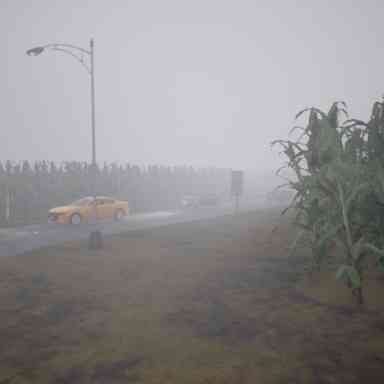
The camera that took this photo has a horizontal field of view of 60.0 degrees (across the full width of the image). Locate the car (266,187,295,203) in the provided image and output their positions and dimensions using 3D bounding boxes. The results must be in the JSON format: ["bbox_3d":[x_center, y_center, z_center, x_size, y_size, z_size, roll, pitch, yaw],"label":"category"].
[{"bbox_3d":[9.823,0.320,36.541,2.128,1.511,4.902,1,2,36],"label":"car"}]

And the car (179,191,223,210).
[{"bbox_3d":[0.835,0.681,29.147,2.128,1.511,4.902,0,2,36],"label":"car"}]

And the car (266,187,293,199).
[{"bbox_3d":[11.577,0.095,43.659,1.812,1.442,4.674,1,2,37],"label":"car"}]

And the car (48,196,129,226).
[{"bbox_3d":[-6.041,1.036,19.876,1.882,1.535,5.008,1,2,38],"label":"car"}]
